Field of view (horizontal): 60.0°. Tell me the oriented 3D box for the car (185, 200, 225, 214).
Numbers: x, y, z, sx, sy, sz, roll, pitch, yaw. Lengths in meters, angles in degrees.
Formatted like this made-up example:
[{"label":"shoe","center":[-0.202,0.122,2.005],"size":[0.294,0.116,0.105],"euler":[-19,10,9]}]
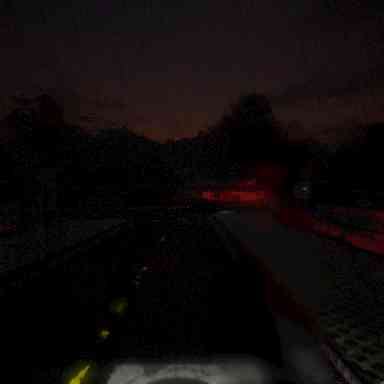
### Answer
[{"label":"car","center":[1.376,1.544,35.263],"size":[4.181,1.385,1.994],"euler":[1,2,-27]}]
